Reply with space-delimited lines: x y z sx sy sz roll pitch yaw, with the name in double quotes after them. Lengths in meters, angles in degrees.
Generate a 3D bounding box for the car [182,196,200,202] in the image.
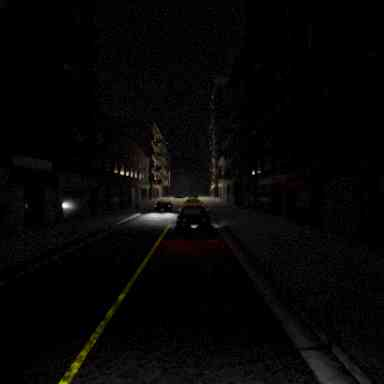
0.094 1.418 34.860 1.882 1.535 5.008 0 0 0 "car"

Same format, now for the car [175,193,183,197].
-3.008 0.975 78.378 1.837 1.490 4.892 0 0 0 "car"

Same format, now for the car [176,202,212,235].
0.096 1.496 18.528 1.812 1.442 4.674 0 0 0 "car"

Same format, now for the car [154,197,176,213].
-3.100 1.536 36.885 1.895 1.301 4.718 0 0 0 "car"

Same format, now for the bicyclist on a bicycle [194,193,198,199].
0.819 1.256 64.013 0.582 1.620 1.656 0 0 0 "bicyclist on a bicycle"

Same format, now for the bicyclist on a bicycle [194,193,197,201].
0.816 1.116 73.008 0.659 1.776 1.843 0 1 0 "bicyclist on a bicycle"
